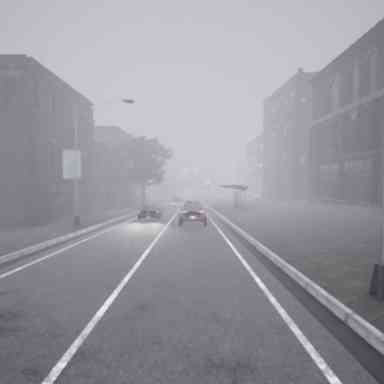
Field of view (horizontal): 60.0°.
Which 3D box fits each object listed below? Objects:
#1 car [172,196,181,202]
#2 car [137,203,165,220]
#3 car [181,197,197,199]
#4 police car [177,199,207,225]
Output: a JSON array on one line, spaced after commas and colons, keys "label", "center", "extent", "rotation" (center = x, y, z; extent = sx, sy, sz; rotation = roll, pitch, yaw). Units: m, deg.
[{"label": "car", "center": [-3.073, 1.437, 68.370], "extent": [1.895, 1.301, 4.718], "rotation": [0, 1, 0]}, {"label": "car", "center": [-3.391, 1.628, 28.022], "extent": [1.895, 1.301, 4.718], "rotation": [0, 0, 0]}, {"label": "car", "center": [0.026, 1.550, 42.788], "extent": [2.163, 1.488, 4.792], "rotation": [0, 0, 0]}, {"label": "police car", "center": [0.059, 1.524, 24.580], "extent": [2.038, 1.542, 4.974], "rotation": [0, 0, 0]}]
